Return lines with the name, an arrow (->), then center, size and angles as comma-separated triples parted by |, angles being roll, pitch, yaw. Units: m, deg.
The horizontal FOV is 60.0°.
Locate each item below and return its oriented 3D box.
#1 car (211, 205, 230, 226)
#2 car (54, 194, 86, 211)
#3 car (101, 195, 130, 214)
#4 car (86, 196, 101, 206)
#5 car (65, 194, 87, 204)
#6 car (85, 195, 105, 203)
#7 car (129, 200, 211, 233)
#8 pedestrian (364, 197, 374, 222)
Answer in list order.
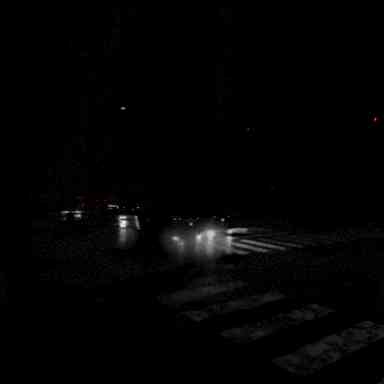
car -> 0.461, 1.409, 21.955 | 1.837, 1.490, 4.892 | 1, 0, -35
car -> -13.765, 1.256, 36.566 | 2.033, 1.411, 5.357 | 1, 0, -35
car -> -6.769, 1.314, 32.253 | 1.837, 1.490, 4.892 | 1, 0, -35
car -> -14.132, 1.262, 48.647 | 2.033, 1.411, 5.357 | 1, 0, -34
car -> -19.792, 1.124, 56.611 | 2.128, 1.511, 4.902 | 1, 0, -35
car -> -17.152, 1.276, 58.503 | 1.895, 1.301, 4.718 | 1, 0, -35
car -> -1.442, 1.361, 19.018 | 2.128, 1.511, 4.902 | 1, 0, -35
pedestrian -> 12.531, 1.228, 23.682 | 0.375, 1.860, 0.375 | 1, -1, -35
